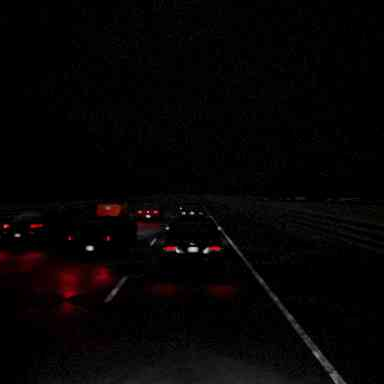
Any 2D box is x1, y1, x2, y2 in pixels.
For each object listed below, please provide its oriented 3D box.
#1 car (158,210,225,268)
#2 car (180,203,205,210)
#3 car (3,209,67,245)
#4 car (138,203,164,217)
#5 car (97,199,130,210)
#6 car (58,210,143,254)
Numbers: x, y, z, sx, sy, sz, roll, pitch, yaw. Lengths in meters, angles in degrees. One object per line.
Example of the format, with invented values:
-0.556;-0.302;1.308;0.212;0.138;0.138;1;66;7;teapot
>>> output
0.043;1.552;11.194;2.033;1.411;5.357;0;0;0;car
0.044;1.564;26.176;2.033;1.411;5.357;0;0;0;car
-6.930;1.533;15.579;1.812;1.442;4.674;0;0;0;car
-3.436;1.620;28.482;1.895;1.301;4.718;0;0;0;car
-6.931;1.371;29.643;2.097;1.767;4.553;0;0;0;car
-3.437;1.606;13.477;1.895;1.301;4.718;0;0;0;car
